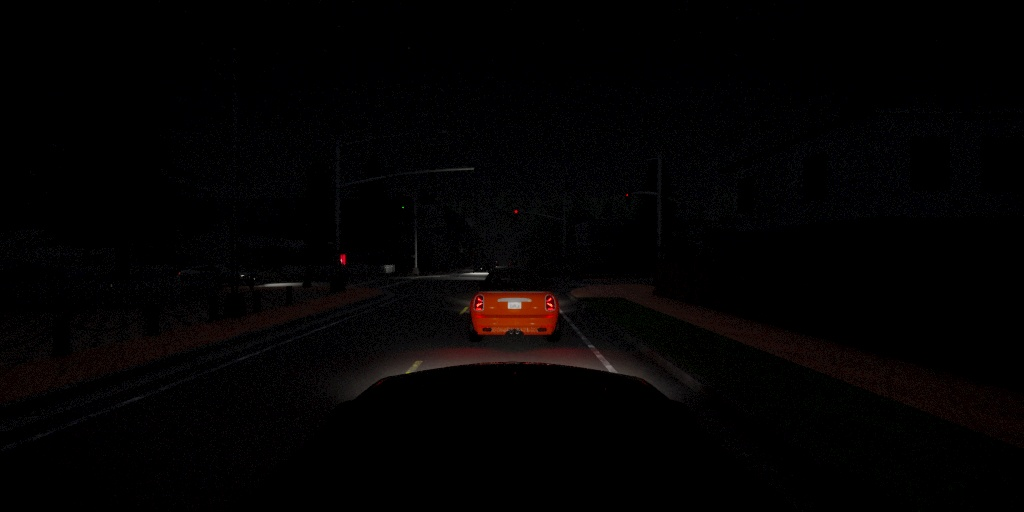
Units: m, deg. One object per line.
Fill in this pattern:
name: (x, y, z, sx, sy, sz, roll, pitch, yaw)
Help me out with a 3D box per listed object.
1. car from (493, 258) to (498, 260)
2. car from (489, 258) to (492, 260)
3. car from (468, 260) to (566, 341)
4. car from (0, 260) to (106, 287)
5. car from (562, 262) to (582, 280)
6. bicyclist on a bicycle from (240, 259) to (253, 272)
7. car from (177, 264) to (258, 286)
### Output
car: (-3.620, 1.314, 54.847, 1.994, 1.385, 4.181, 0, 0, 0)
car: (-3.619, 1.314, 44.326, 1.994, 1.385, 4.181, 0, 0, 0)
car: (0.067, 1.102, 9.977, 2.097, 1.767, 4.553, 0, 0, 0)
car: (-31.081, 1.243, 24.124, 5.008, 1.535, 1.882, 0, 0, -1)
car: (3.429, 1.229, 30.558, 4.902, 1.511, 2.128, 0, 0, 17)
bicyclist on a bicycle: (-23.575, 1.066, 31.823, 0.582, 1.620, 1.656, 0, 0, -2)
car: (-20.010, 1.291, 24.465, 4.674, 1.442, 1.812, 0, 0, -2)
